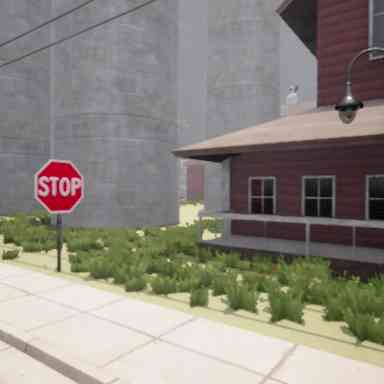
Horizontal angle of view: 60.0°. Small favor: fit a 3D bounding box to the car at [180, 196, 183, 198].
[{"bbox_3d":[-4.201,1.153,84.685,4.193,1.474,1.816,1,0,36],"label":"car"}]
